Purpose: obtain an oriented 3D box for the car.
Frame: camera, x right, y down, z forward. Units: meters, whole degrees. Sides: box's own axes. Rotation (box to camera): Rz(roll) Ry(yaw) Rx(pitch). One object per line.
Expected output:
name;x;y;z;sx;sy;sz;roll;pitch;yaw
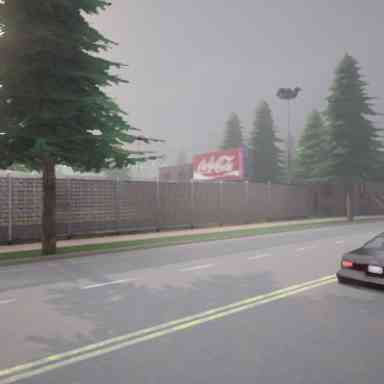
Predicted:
car;5.712;1.621;8.287;5.357;1.411;2.033;0;-1;-38
